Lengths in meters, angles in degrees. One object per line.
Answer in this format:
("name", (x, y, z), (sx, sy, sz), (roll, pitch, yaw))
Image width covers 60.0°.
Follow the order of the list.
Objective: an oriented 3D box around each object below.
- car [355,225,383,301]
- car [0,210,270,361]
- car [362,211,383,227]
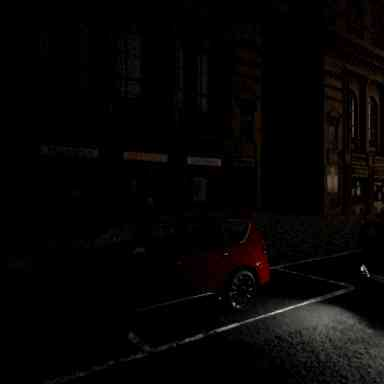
("car", (5.468, 1.526, 7.243), (4.674, 1.442, 1.812), (0, 0, -36))
("car", (-0.730, 1.315, 6.118), (5.009, 1.841, 2.192), (0, 0, -35))
("car", (8.404, 1.317, 12.605), (5.009, 1.841, 2.192), (0, 0, -35))
